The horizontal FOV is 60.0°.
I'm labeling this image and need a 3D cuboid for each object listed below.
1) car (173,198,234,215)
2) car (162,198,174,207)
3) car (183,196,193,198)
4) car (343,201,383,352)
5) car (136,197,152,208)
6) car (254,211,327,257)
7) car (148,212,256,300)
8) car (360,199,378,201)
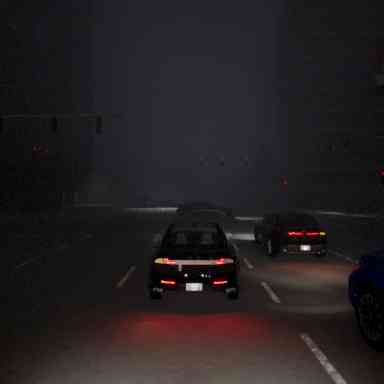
[{"bbox_3d":[1.110,1.499,28.379,4.892,1.490,1.837,0,0,0],"label":"car"},{"bbox_3d":[-3.500,1.591,51.343,1.895,1.301,4.718,0,0,1],"label":"car"},{"bbox_3d":[-1.027,1.552,73.292,1.895,1.301,4.718,0,0,-27],"label":"car"},{"bbox_3d":[3.605,1.221,3.030,2.150,2.045,5.566,0,0,0],"label":"car"},{"bbox_3d":[-7.016,1.495,48.709,1.837,1.490,4.892,0,0,0],"label":"car"},{"bbox_3d":[3.614,1.502,12.861,1.837,1.490,4.892,0,0,1],"label":"car"},{"bbox_3d":[0.065,1.490,8.393,2.128,1.511,4.902,0,0,1],"label":"car"},{"bbox_3d":[18.673,1.519,35.656,4.674,1.442,1.812,0,0,0],"label":"car"}]
